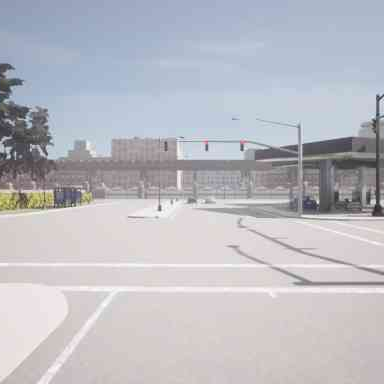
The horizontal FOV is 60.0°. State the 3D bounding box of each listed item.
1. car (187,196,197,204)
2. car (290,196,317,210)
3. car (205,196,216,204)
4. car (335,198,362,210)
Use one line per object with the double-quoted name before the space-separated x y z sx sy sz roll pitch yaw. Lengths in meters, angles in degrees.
"car" 0.061 1.547 64.454 2.033 1.411 5.357 0 0 0
"car" 13.248 1.295 39.767 2.242 1.667 4.611 0 0 0
"car" 3.561 1.526 64.451 1.812 1.442 4.674 0 0 0
"car" 18.994 1.456 40.524 1.970 1.475 3.806 0 0 0
